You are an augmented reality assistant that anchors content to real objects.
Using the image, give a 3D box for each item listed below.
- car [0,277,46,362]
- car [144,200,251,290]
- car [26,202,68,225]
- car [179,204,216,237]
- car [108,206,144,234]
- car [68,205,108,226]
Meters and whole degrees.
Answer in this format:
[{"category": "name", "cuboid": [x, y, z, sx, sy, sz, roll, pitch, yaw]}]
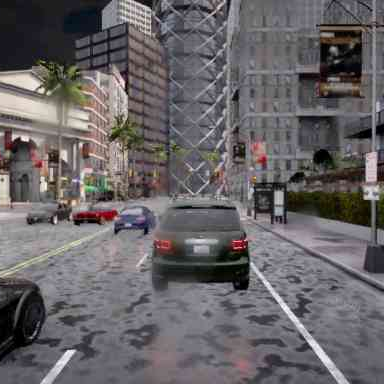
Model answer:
[{"category": "car", "cuboid": [-3.322, 1.565, 3.635, 1.994, 1.385, 4.181, 0, 0, 0]}, {"category": "car", "cuboid": [0.200, 1.221, 9.221, 2.150, 2.045, 5.566, 0, 0, 0]}, {"category": "car", "cuboid": [-10.244, 1.528, 24.301, 1.837, 1.490, 4.892, 0, 0, 1]}, {"category": "car", "cuboid": [0.301, 1.505, 19.082, 1.837, 1.490, 4.892, 0, 0, 1]}, {"category": "car", "cuboid": [-3.190, 1.526, 19.164, 1.812, 1.442, 4.674, 0, 0, 1]}, {"category": "car", "cuboid": [-6.760, 1.601, 23.455, 1.895, 1.301, 4.718, 0, 0, 1]}]
